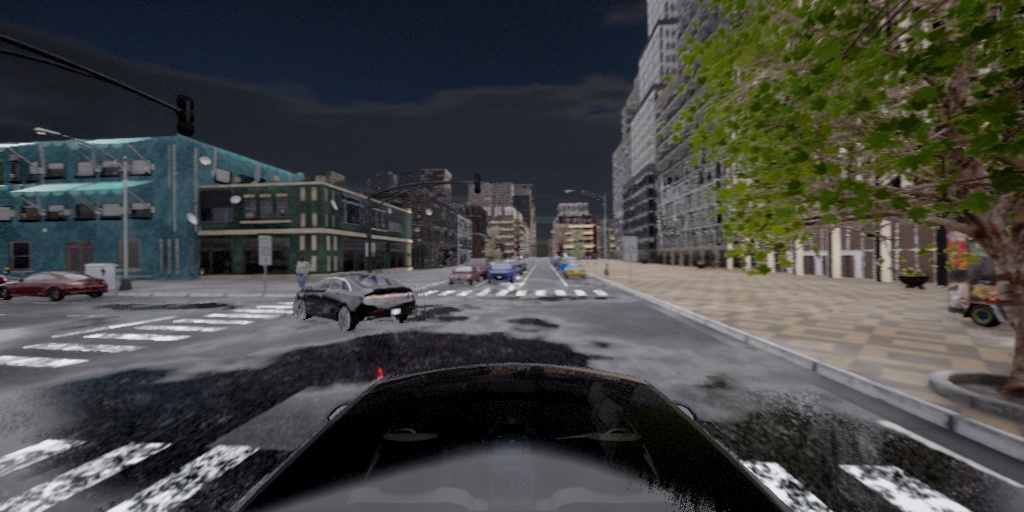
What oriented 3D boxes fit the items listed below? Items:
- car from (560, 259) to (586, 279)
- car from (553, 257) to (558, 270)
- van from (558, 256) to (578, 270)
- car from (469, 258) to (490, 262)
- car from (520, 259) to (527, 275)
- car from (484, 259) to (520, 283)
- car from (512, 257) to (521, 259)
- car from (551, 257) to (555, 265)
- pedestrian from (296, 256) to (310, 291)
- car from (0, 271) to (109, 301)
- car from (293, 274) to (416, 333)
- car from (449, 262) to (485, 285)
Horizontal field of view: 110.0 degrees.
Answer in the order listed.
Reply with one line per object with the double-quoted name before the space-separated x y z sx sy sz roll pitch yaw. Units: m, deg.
"car" 5.440 1.190 31.358 1.751 1.417 4.829 0 0 5
"car" 6.854 1.190 47.781 2.007 1.370 4.403 0 0 5
"van" 5.902 0.997 36.720 1.690 1.789 3.998 0 0 5
"car" -2.923 1.092 31.906 2.192 1.841 5.009 0 0 5
"car" 0.181 1.297 37.632 1.994 1.385 4.181 -1 0 6
"car" -0.687 1.226 27.820 1.882 1.535 5.008 -1 0 5
"car" 1.095 1.264 48.041 2.033 1.411 5.357 -1 0 5
"car" 7.807 1.189 58.842 1.948 1.339 4.313 0 0 5
"pedestrian" -11.135 0.930 19.014 0.375 1.860 0.375 -1 -1 4
"car" -21.421 1.371 16.799 4.207 1.307 1.802 0 0 4
"car" -5.011 1.303 11.140 4.902 1.511 2.128 -1 -1 39
"car" -3.399 1.368 26.375 1.802 1.307 4.207 0 0 5
